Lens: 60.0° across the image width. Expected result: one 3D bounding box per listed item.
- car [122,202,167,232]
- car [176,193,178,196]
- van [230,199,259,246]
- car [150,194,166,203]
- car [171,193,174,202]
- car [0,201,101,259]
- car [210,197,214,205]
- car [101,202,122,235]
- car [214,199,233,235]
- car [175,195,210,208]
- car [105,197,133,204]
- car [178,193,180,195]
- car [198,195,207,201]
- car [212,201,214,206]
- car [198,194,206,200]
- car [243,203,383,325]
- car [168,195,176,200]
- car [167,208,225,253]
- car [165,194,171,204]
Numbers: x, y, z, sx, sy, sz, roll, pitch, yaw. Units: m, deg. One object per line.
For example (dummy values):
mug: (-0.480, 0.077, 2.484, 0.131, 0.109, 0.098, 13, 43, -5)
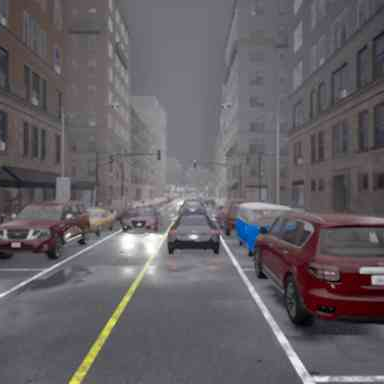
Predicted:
car: (-2.820, 1.545, 19.714, 1.994, 1.385, 4.181, 0, 0, 0)
car: (-5.398, 1.469, 83.964, 2.008, 1.369, 4.403, 0, 0, 0)
van: (2.640, 1.329, 12.706, 1.690, 1.788, 3.998, 0, 0, 0)
car: (-5.412, 1.474, 50.902, 1.752, 1.417, 4.829, 0, 0, 0)
car: (-5.405, 1.249, 67.518, 2.192, 1.841, 5.009, 0, 0, 0)
car: (-5.397, 1.303, 12.708, 2.192, 1.841, 5.009, 0, 0, 0)
car: (2.641, 1.499, 51.072, 2.008, 1.369, 4.403, 0, 0, 0)
car: (-5.398, 1.508, 18.216, 1.752, 1.417, 4.829, 0, 0, 0)
car: (2.640, 1.297, 18.384, 2.192, 1.841, 5.009, 0, 0, 0)
car: (0.051, 1.329, 25.829, 2.097, 1.767, 4.553, 0, 0, 0)
car: (-5.398, 1.292, 24.065, 2.192, 1.841, 5.009, 0, 0, 0)
car: (-5.393, 1.224, 94.928, 2.192, 1.841, 5.009, 0, 0, 0)
car: (2.643, 1.469, 83.963, 2.008, 1.369, 4.403, 0, 0, 0)
car: (2.640, 1.558, 24.064, 1.802, 1.307, 4.206, 0, 0, 0)
car: (2.644, 1.353, 89.446, 1.967, 1.590, 4.097, 0, 0, 0)
car: (2.639, 1.308, 7.026, 2.192, 1.841, 5.009, 0, 0, 0)
car: (-5.396, 1.480, 89.447, 1.947, 1.339, 4.313, 0, 0, 0)
car: (0.070, 1.549, 13.662, 1.994, 1.385, 4.181, 0, 0, 0)
car: (-5.407, 1.464, 61.866, 1.752, 1.417, 4.829, 0, 0, 0)
